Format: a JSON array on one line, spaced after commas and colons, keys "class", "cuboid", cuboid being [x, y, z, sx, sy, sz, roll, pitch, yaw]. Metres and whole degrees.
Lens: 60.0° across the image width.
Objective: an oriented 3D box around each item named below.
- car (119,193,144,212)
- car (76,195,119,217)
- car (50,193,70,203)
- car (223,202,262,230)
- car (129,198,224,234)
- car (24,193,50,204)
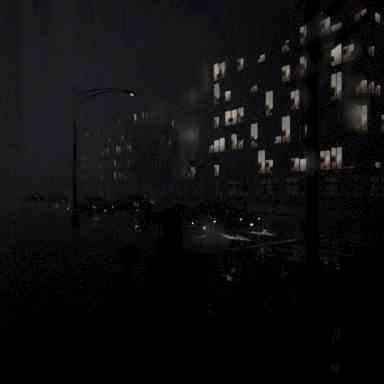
[{"class": "car", "cuboid": [-4.883, 0.903, 27.864, 2.097, 1.767, 4.553, 0, 1, -38]}, {"class": "car", "cuboid": [-7.807, 1.069, 26.322, 1.812, 1.442, 4.674, 0, 1, -38]}, {"class": "car", "cuboid": [-18.000, 0.759, 44.700, 1.895, 1.301, 4.718, 0, 1, -38]}, {"class": "car", "cuboid": [1.603, 1.289, 19.683, 2.033, 1.411, 5.357, 0, 1, -36]}, {"class": "car", "cuboid": [-1.003, 1.292, 17.685, 2.033, 1.411, 5.357, 0, 1, -38]}, {"class": "car", "cuboid": [-19.544, 0.757, 41.376, 1.994, 1.385, 4.181, 0, 1, -37]}]
